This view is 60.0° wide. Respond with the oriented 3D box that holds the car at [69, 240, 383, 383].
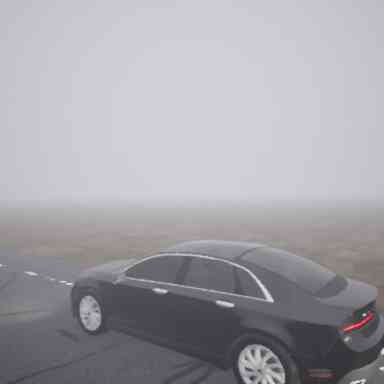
[{"bbox_3d":[0.117,1.514,5.077,4.892,1.490,1.837,0,0,36],"label":"car"}]
